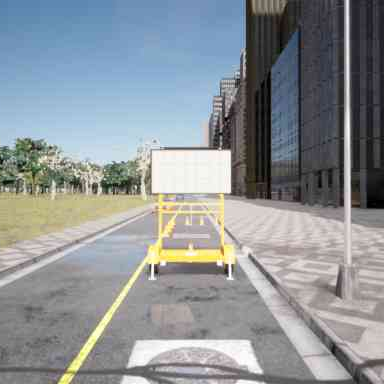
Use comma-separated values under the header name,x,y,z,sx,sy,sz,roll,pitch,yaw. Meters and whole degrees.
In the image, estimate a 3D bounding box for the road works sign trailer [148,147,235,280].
name,x,y,z,sx,sy,sz,roll,pitch,yaw
road works sign trailer,-0.020,0.466,9.933,2.380,3.560,2.880,0,0,0

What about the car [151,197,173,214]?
name,x,y,z,sx,sy,sz,roll,pitch,yaw
car,-3.174,1.363,36.028,2.097,1.767,4.553,0,0,0

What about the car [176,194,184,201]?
name,x,y,z,sx,sy,sz,roll,pitch,yaw
car,-3.185,1.251,89.878,2.150,2.045,5.566,0,0,0
